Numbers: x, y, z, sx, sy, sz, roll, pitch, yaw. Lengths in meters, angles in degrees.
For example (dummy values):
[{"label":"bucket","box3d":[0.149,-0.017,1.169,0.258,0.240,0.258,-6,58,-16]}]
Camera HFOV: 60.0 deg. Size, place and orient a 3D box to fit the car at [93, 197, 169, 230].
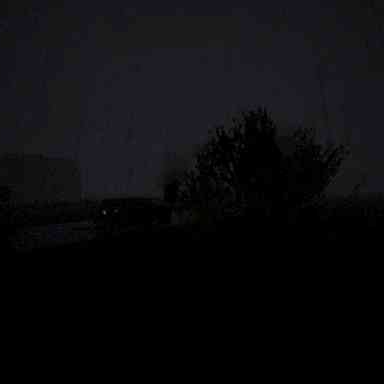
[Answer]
[{"label":"car","box3d":[-3.283,1.046,19.008,2.097,1.767,4.553,1,2,36]}]
